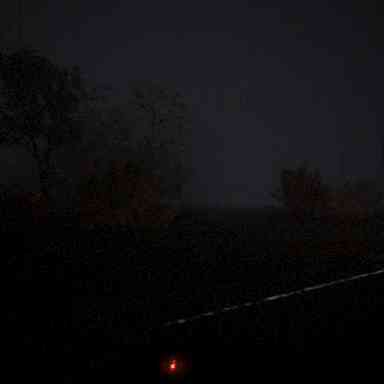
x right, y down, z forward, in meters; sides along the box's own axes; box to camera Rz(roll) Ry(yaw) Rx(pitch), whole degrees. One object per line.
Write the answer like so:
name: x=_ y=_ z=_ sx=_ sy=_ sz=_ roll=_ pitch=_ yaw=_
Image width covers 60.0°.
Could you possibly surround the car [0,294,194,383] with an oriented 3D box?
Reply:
car: x=-2.562 y=1.534 z=2.142 sx=5.357 sy=1.411 sz=2.033 roll=1 pitch=0 yaw=-35
